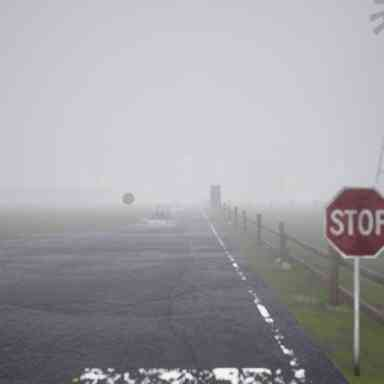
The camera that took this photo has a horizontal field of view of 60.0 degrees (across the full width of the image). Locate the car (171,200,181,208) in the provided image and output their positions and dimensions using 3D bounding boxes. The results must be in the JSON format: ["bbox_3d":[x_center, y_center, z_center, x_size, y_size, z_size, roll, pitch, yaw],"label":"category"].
[{"bbox_3d":[-2.786,1.958,55.874,1.895,1.301,4.718,0,0,0],"label":"car"}]

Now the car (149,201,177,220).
[{"bbox_3d":[-2.769,1.777,30.649,1.994,1.385,4.181,0,0,0],"label":"car"}]
